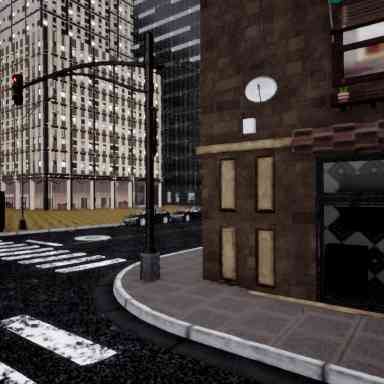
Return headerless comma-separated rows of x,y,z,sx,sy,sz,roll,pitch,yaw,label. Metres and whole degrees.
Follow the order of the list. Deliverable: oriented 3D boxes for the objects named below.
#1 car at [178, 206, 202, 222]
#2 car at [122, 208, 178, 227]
-0.272,1.975,30.474,2.008,1.369,4.403,-2,-2,35,car
-3.481,1.893,25.922,2.008,1.369,4.403,-2,-2,35,car
